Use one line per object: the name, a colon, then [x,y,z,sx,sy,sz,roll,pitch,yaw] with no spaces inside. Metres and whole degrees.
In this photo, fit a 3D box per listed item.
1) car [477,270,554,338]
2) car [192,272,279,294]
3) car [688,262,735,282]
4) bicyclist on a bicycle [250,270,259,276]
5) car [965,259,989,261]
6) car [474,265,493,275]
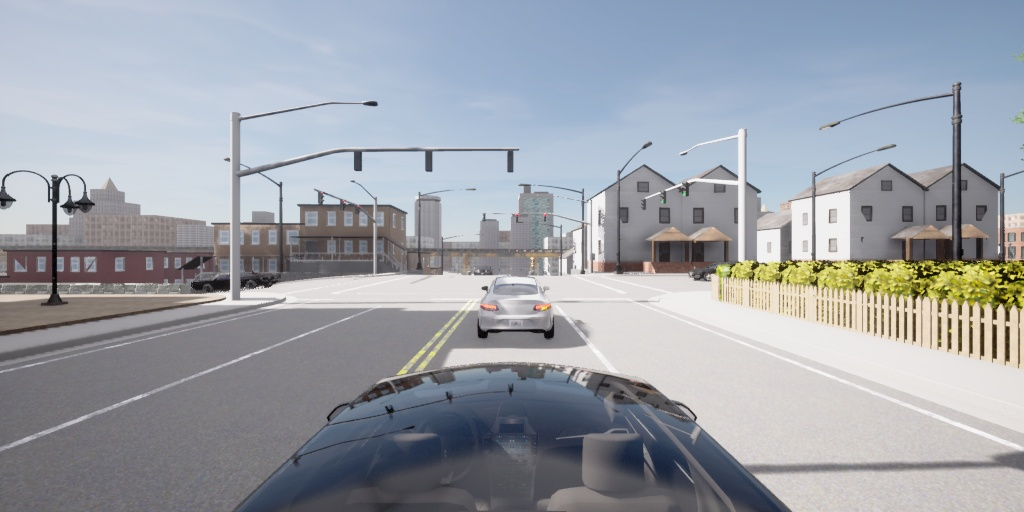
car: [0.102,1.276,10.011,1.812,1.442,4.674,0,0,0]
car: [-18.922,1.758,24.724,4.718,1.301,1.895,-5,-1,-1]
car: [16.797,1.255,28.820,4.892,1.490,1.837,0,0,-1]
bicyclist on a bicycle: [-25.565,2.214,35.591,0.582,1.620,1.656,-8,0,0]
car: [36.930,1.102,29.034,4.553,1.767,2.097,0,0,-1]
car: [-3.516,2.162,45.252,2.150,2.045,5.566,0,-9,0]
